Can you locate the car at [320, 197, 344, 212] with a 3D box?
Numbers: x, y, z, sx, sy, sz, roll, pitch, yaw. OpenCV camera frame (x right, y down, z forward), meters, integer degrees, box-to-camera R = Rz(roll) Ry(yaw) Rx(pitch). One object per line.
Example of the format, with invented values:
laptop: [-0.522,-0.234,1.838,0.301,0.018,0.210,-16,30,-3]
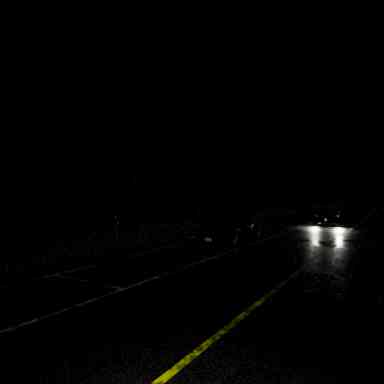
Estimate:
car: [16.359,1.442,38.861,1.967,1.590,4.097,0,0,32]

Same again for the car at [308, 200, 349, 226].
car: [9.877,1.526,23.524,1.812,1.442,4.674,0,0,32]

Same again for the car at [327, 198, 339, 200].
car: [13.448,1.567,34.165,1.947,1.339,4.313,0,0,32]

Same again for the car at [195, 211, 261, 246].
car: [1.807,1.566,15.379,1.947,1.339,4.313,0,0,32]

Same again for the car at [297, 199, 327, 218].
car: [10.538,1.583,29.468,1.802,1.307,4.206,0,0,32]
